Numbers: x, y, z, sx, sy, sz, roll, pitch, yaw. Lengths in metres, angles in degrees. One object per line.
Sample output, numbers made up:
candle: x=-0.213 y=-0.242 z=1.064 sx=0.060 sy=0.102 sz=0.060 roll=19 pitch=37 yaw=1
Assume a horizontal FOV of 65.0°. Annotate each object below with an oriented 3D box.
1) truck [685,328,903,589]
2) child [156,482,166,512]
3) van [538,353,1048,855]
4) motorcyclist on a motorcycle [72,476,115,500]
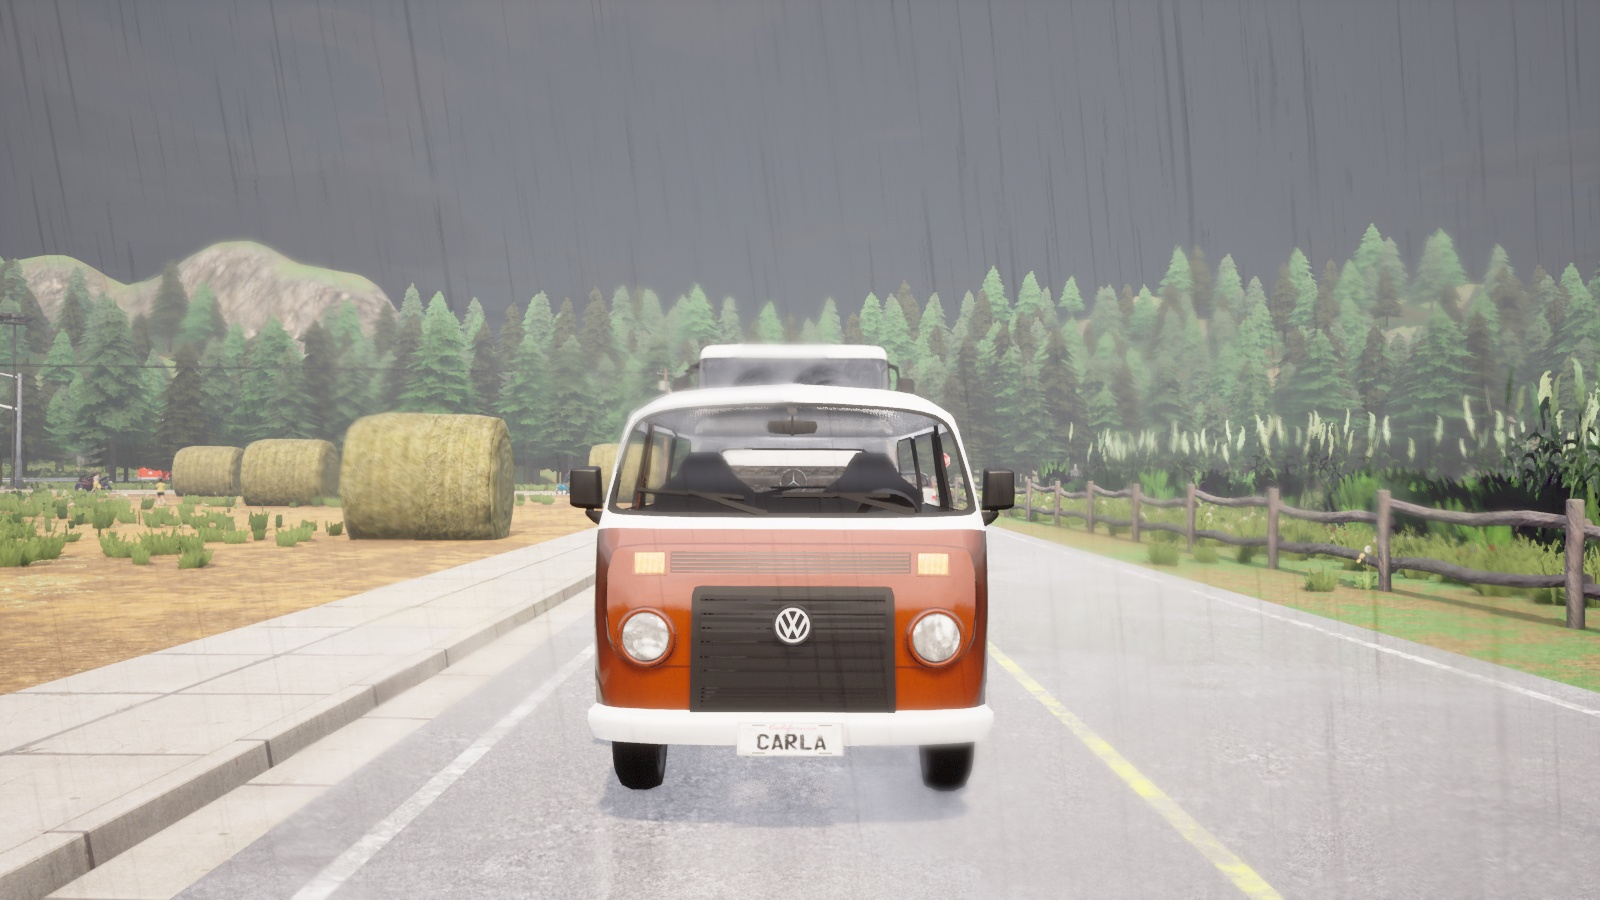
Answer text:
truck: x=-0.100 y=0.180 z=20.685 sx=2.891 sy=3.462 sz=7.936 roll=0 pitch=-1 yaw=0
child: x=-23.870 y=1.736 z=46.898 sx=0.255 sy=1.110 sz=0.394 roll=1 pitch=-1 yaw=-41
van: x=-0.037 y=0.662 z=7.364 sx=2.069 sy=2.038 sz=4.480 roll=0 pitch=-1 yaw=0
motorcyclist on a motorcycle: x=-44.225 y=2.378 z=78.594 sx=2.191 sy=1.530 sz=0.866 roll=0 pitch=-1 yaw=-3
